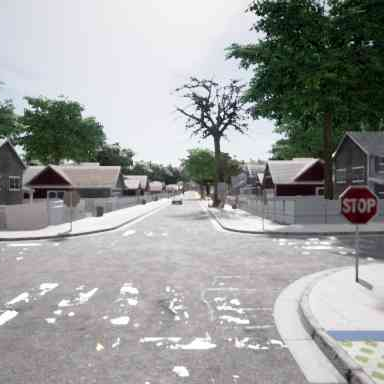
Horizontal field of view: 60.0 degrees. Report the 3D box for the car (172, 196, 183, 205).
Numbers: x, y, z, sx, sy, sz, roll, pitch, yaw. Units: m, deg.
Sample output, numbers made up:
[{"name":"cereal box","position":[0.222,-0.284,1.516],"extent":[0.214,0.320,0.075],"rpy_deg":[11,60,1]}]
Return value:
[{"name":"car","position":[-2.658,1.521,60.733],"extent":[2.033,1.411,5.357],"rpy_deg":[0,0,0]}]
